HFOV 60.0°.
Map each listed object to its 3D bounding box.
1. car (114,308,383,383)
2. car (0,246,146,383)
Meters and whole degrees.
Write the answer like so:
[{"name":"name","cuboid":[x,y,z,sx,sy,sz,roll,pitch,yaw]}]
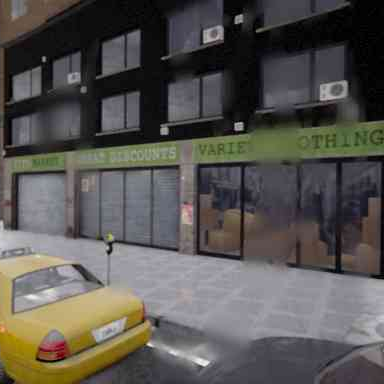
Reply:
[{"name":"car","cuboid":[1.876,1.551,1.751,4.403,1.369,2.008,0,1,36]},{"name":"car","cuboid":[-2.807,1.524,5.097,4.829,1.417,1.752,0,1,36]}]
